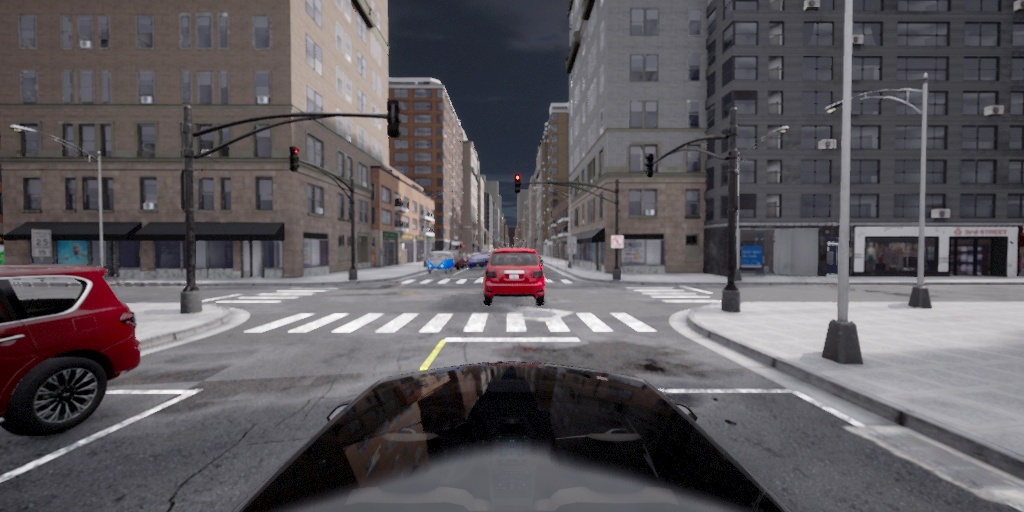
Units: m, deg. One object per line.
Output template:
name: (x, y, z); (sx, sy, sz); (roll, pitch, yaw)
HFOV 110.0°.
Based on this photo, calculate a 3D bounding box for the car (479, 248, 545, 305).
car: (0.086, 0.703, 14.468); (2.150, 2.045, 5.566); (0, 2, 0)

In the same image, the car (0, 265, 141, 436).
car: (-5.857, 1.045, 2.628); (2.192, 1.841, 5.009); (0, 0, 0)

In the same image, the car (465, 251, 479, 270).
car: (-3.096, 0.525, 34.996); (1.882, 1.535, 5.008); (0, 1, 0)

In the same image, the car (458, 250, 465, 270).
car: (-5.855, 0.359, 35.165); (2.192, 1.841, 5.009); (0, 0, 0)

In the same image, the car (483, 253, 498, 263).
car: (-3.077, 0.291, 51.886); (1.895, 1.301, 4.718); (0, 1, 0)

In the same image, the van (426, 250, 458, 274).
van: (-5.855, 0.503, 29.570); (1.690, 1.789, 3.998); (0, 0, 0)

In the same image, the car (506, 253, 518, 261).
car: (0.053, 0.125, 59.737); (1.895, 1.301, 4.718); (0, 1, 1)
